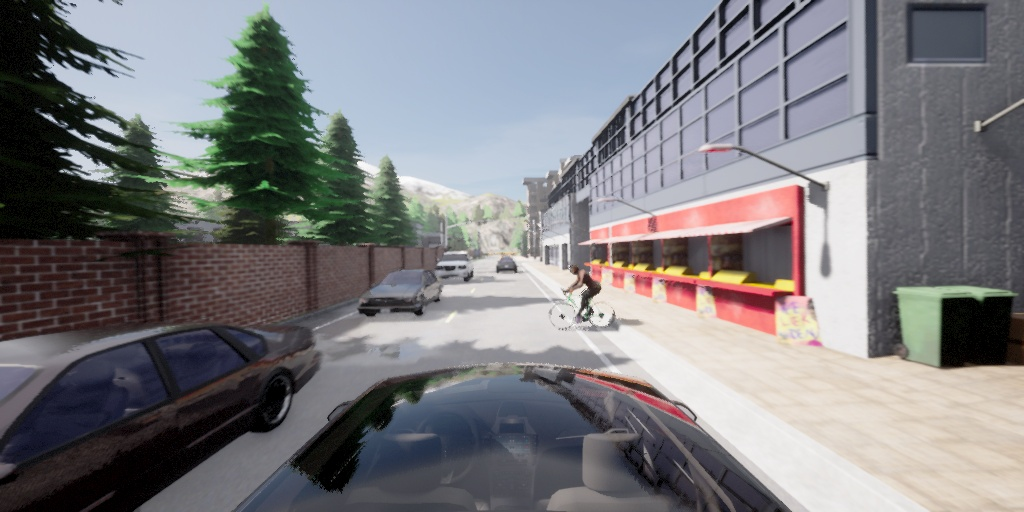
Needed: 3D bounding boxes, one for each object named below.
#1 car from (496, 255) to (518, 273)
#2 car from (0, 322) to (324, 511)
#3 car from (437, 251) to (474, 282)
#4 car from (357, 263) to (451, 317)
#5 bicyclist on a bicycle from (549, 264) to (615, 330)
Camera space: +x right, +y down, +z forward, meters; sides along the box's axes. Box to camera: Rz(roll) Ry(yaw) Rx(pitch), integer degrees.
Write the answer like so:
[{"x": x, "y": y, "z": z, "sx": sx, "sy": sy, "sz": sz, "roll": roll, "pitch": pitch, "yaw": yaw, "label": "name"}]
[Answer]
[{"x": -0.486, "y": 0.845, "z": 34.031, "sx": 1.994, "sy": 1.385, "sz": 4.181, "roll": -1, "pitch": 1, "yaw": -1, "label": "car"}, {"x": -3.611, "y": 1.356, "z": 2.851, "sx": 2.033, "sy": 1.411, "sz": 5.357, "roll": -1, "pitch": 1, "yaw": -1, "label": "car"}, {"x": -3.994, "y": 0.699, "z": 25.586, "sx": 2.150, "sy": 2.045, "sz": 5.566, "roll": -1, "pitch": 1, "yaw": -1, "label": "car"}, {"x": -3.788, "y": 1.206, "z": 13.236, "sx": 2.033, "sy": 1.411, "sz": 5.357, "roll": -1, "pitch": 1, "yaw": -1, "label": "car"}, {"x": 1.718, "y": 1.008, "z": 8.836, "sx": 1.656, "sy": 1.620, "sz": 0.582, "roll": -1, "pitch": 1, "yaw": -1, "label": "bicyclist on a bicycle"}]
